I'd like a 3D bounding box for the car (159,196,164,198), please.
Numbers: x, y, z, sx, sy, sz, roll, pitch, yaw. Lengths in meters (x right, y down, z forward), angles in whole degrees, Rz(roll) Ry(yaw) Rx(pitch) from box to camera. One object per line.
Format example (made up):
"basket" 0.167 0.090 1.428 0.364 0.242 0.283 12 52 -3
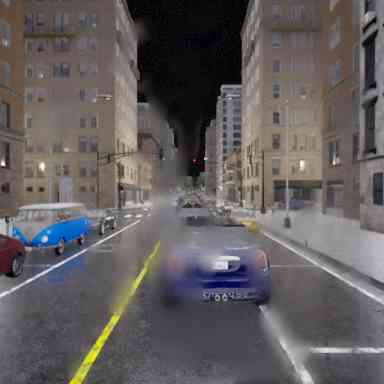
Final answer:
"car" -5.292 1.509 56.167 1.752 1.417 4.829 0 0 0

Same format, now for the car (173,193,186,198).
"car" -2.717 1.203 60.504 2.150 2.045 5.566 0 0 1

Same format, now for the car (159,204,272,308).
"car" 0.319 1.349 8.144 2.097 1.767 4.553 0 0 -5

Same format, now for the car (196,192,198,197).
"car" 2.783 1.284 84.734 2.192 1.841 5.009 0 0 0

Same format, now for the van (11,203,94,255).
"van" -5.370 1.337 12.968 1.690 1.788 3.998 0 0 0

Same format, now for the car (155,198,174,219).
"car" -1.820 1.518 29.246 1.812 1.442 4.674 0 0 11

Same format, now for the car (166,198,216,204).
"car" 0.104 1.347 15.447 2.097 1.767 4.553 0 0 0

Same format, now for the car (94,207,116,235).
"car" -5.359 1.545 18.374 2.008 1.369 4.403 0 0 0

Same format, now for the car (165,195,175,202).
"car" -5.252 1.523 79.062 2.008 1.369 4.403 0 0 0

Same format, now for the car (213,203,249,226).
"car" 2.679 1.544 23.767 2.008 1.369 4.403 0 0 0

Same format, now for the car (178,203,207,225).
"car" 0.061 1.557 25.109 1.994 1.385 4.181 0 0 0

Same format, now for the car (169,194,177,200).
"car" -5.232 1.406 90.424 1.967 1.590 4.097 0 0 0

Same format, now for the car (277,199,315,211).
"car" 11.988 1.478 38.388 4.181 1.385 1.994 0 0 0

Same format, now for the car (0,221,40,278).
"car" -5.381 1.580 7.561 1.802 1.307 4.206 0 0 0

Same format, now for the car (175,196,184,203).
"car" -2.629 1.501 70.610 1.812 1.442 4.674 0 0 0

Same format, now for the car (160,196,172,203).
"car" -5.272 1.544 67.699 1.947 1.339 4.313 0 0 0

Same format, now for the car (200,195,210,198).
"car" 2.724 1.536 50.643 2.008 1.369 4.403 0 0 0

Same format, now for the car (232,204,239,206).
"car" 2.675 1.520 18.531 1.752 1.417 4.829 0 0 0

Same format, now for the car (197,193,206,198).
"car" 2.763 1.415 73.370 1.967 1.590 4.097 0 0 0

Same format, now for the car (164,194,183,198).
"car" -2.756 1.463 50.516 1.882 1.535 5.008 0 0 0
